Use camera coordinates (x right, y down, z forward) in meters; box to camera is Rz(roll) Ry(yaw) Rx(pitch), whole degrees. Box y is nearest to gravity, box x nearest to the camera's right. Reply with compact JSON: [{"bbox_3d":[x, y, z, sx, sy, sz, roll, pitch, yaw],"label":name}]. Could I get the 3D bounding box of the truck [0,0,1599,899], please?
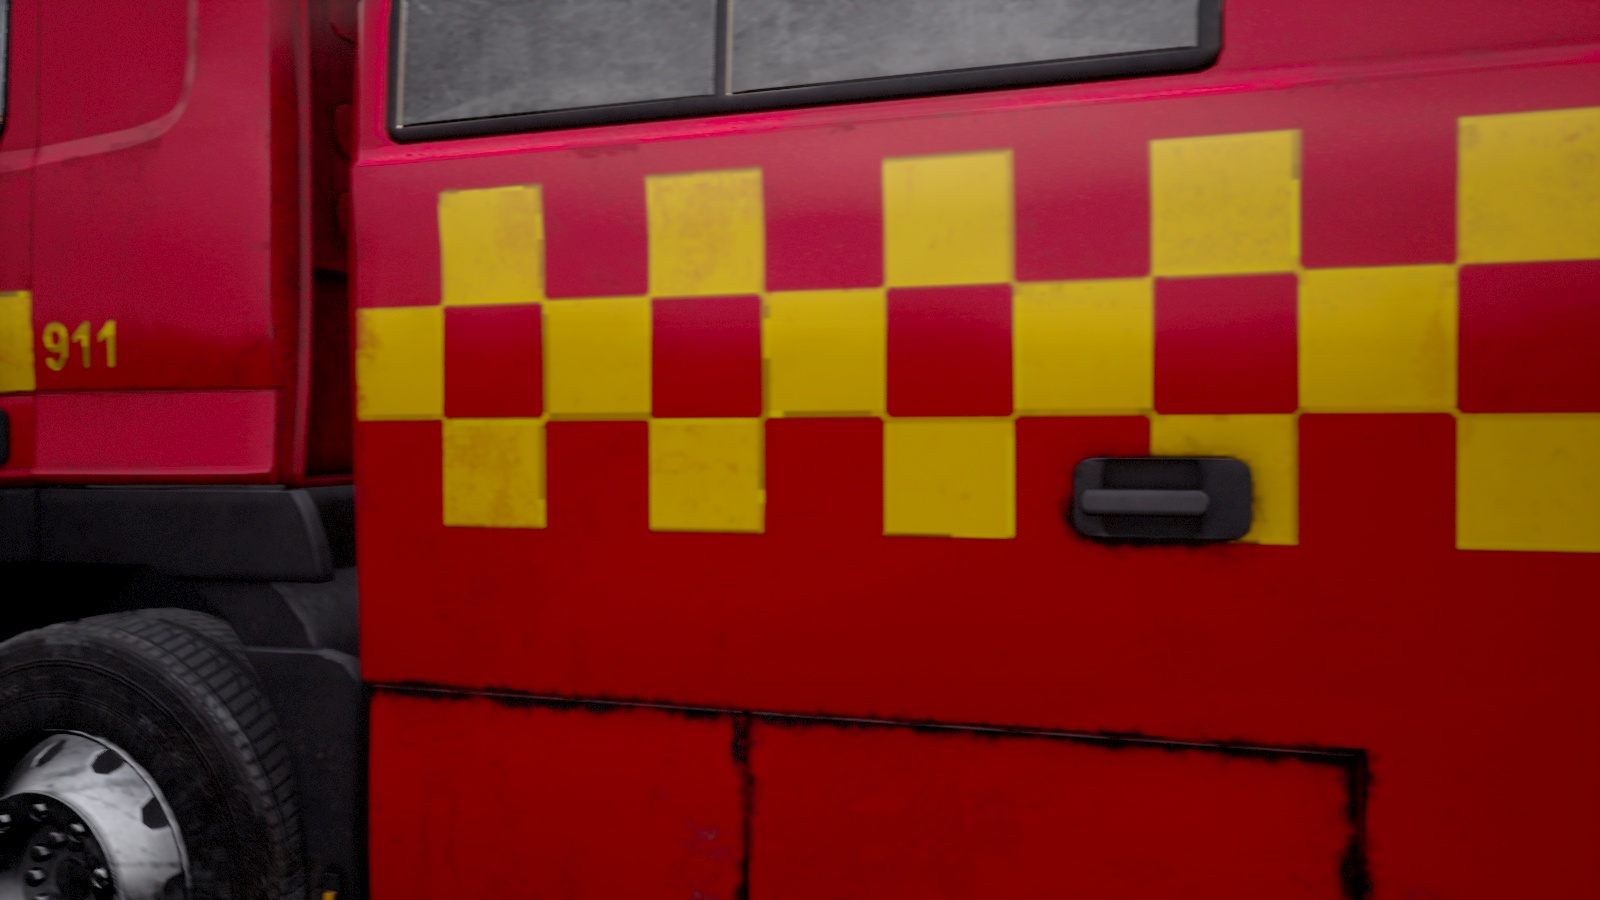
[{"bbox_3d":[0.915,-0.389,3.366,8.468,3.827,2.891,1,1,18],"label":"truck"}]
